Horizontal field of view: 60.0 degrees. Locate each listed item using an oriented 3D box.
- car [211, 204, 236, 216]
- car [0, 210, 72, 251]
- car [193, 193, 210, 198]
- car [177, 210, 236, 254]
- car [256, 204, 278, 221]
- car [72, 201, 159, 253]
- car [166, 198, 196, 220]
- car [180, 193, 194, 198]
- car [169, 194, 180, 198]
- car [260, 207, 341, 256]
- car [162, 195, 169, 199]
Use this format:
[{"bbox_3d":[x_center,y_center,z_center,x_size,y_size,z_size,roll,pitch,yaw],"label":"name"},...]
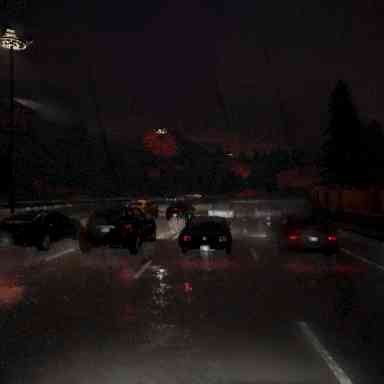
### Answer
[{"bbox_3d":[2.592,1.614,27.224,1.895,1.301,4.718,0,0,11],"label":"car"},{"bbox_3d":[-6.321,1.513,14.137,1.837,1.490,4.892,0,0,5],"label":"car"},{"bbox_3d":[3.062,1.487,79.522,2.033,1.411,5.357,0,0,29],"label":"car"},{"bbox_3d":[0.651,1.613,13.513,1.895,1.301,4.718,0,0,5],"label":"car"},{"bbox_3d":[6.031,1.614,26.573,1.895,1.301,4.718,0,0,11],"label":"car"},{"bbox_3d":[-2.839,1.363,13.780,2.097,1.767,4.553,0,0,5],"label":"car"},{"bbox_3d":[-0.852,1.514,27.846,1.837,1.490,4.892,0,0,11],"label":"car"},{"bbox_3d":[0.013,1.167,81.239,2.150,2.045,5.566,0,0,29],"label":"car"},{"bbox_3d":[-2.993,1.292,83.035,2.097,1.767,4.553,0,0,29],"label":"car"},{"bbox_3d":[4.133,1.560,13.156,2.033,1.411,5.357,0,0,5],"label":"car"},{"bbox_3d":[-6.042,1.457,84.753,1.812,1.442,4.674,0,0,29],"label":"car"}]
